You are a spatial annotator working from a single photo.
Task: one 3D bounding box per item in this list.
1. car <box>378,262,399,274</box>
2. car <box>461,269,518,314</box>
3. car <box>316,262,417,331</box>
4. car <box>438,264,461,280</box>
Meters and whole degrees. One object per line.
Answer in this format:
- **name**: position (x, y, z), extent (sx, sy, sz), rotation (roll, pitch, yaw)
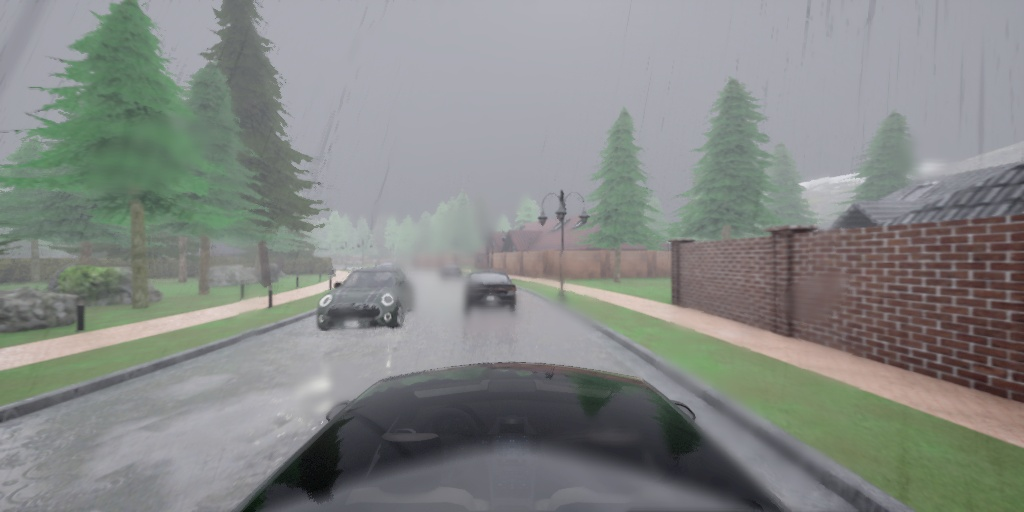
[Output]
- **car**: position (-17.219, 1.603, 49.761), extent (1.812, 1.442, 4.674), rotation (0, 0, -30)
- **car**: position (-0.975, 1.296, 14.300), extent (1.882, 1.535, 5.008), rotation (0, 0, -8)
- **car**: position (-4.340, 1.172, 11.374), extent (2.097, 1.767, 4.553), rotation (0, 0, -7)
- **car**: position (-5.829, 1.469, 34.131), extent (1.812, 1.442, 4.674), rotation (0, 0, -20)
